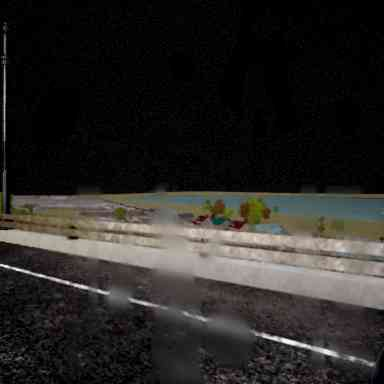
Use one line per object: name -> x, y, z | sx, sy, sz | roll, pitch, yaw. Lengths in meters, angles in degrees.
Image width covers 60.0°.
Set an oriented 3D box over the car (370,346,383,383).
car -> 3.178, 1.564, 1.733 | 4.181, 1.385, 1.994 | 0, 0, 35
